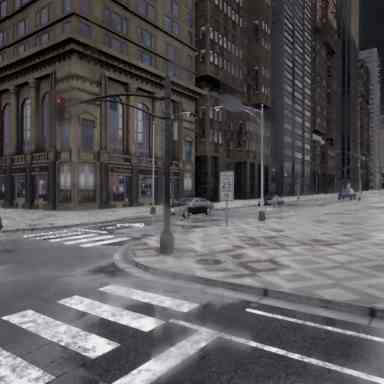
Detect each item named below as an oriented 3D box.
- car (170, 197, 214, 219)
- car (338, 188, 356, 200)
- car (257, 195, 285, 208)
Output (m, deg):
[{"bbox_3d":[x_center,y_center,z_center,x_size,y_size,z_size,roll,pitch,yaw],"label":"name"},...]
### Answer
[{"bbox_3d":[-0.156,1.177,25.435,2.128,1.511,4.902,0,1,36],"label":"car"},{"bbox_3d":[27.002,0.359,57.879,2.150,2.045,5.566,0,1,36],"label":"car"},{"bbox_3d":[9.143,1.036,38.412,1.994,1.385,4.181,0,1,36],"label":"car"}]
